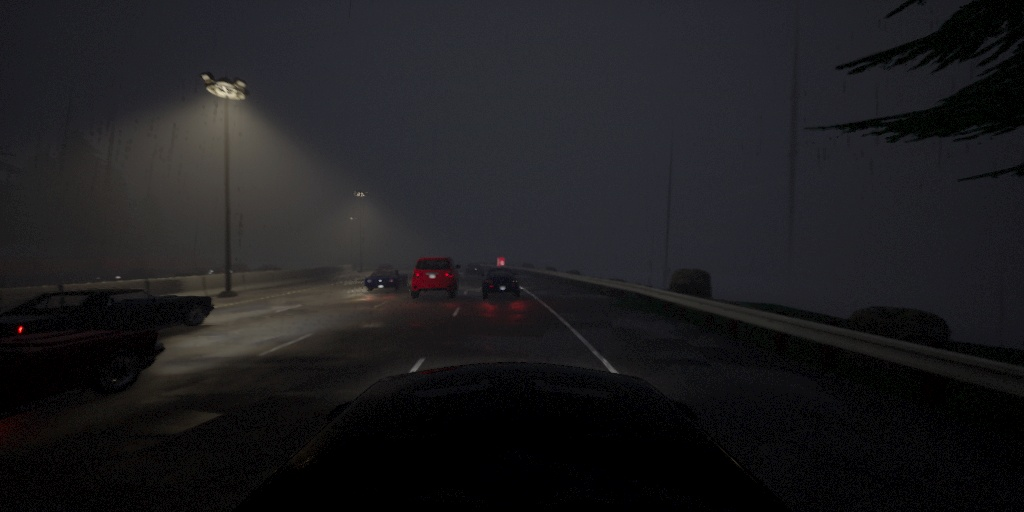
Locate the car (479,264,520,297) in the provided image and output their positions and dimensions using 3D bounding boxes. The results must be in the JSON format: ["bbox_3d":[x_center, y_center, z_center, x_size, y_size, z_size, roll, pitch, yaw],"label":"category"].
[{"bbox_3d":[-0.686,1.332,19.201,1.812,1.442,4.674,0,0,-6],"label":"car"}]

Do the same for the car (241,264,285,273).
[{"bbox_3d":[-24.906,1.654,36.578,2.128,1.511,4.902,-1,0,-12],"label":"car"}]

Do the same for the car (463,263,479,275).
[{"bbox_3d":[-4.706,1.487,43.402,1.994,1.385,4.181,-1,0,-14],"label":"car"}]

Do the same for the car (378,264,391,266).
[{"bbox_3d":[-16.022,1.637,45.396,1.994,1.385,4.181,-1,0,-15],"label":"car"}]

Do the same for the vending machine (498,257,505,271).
[{"bbox_3d":[-1.487,1.097,50.681,1.100,2.100,0.880,0,0,-15],"label":"vending machine"}]

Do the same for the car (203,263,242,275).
[{"bbox_3d":[-28.434,1.559,36.309,2.097,1.767,4.553,-1,0,-13],"label":"car"}]

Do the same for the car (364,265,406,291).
[{"bbox_3d":[-8.017,1.512,23.354,1.895,1.301,4.718,-1,0,-7],"label":"car"}]

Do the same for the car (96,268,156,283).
[{"bbox_3d":[-34.755,1.803,32.473,1.812,1.442,4.674,-1,0,-12],"label":"car"}]

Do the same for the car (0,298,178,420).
[{"bbox_3d":[-6.838,1.444,3.921,1.895,1.301,4.718,-1,0,0],"label":"car"}]

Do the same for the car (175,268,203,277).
[{"bbox_3d":[-32.131,1.857,36.834,1.895,1.301,4.718,-1,0,-13],"label":"car"}]

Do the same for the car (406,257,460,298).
[{"bbox_3d":[-4.106,1.073,19.742,2.150,2.045,5.566,0,0,-7],"label":"car"}]

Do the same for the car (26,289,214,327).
[{"bbox_3d":[-10.385,1.504,9.302,1.895,1.301,4.718,-1,0,-2],"label":"car"}]
